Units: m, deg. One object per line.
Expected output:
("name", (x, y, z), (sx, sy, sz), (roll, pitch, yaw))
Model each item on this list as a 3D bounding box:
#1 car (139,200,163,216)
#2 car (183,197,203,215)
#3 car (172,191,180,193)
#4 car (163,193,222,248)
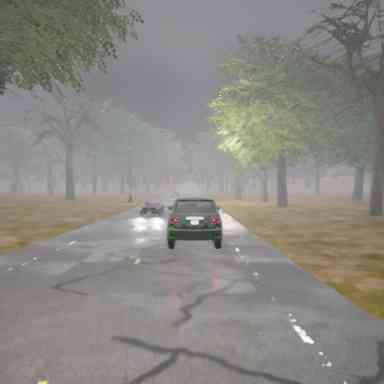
("car", (-3.590, 1.417, 30.268), (1.895, 1.301, 4.718), (0, 1, 0))
("car", (0.095, 1.303, 32.705), (1.812, 1.442, 4.674), (0, 1, 0))
("car", (-3.481, 0.476, 71.518), (2.033, 1.411, 5.357), (0, 2, 0))
("car", (0.105, 1.200, 14.909), (2.150, 2.045, 5.566), (0, 0, 0))
